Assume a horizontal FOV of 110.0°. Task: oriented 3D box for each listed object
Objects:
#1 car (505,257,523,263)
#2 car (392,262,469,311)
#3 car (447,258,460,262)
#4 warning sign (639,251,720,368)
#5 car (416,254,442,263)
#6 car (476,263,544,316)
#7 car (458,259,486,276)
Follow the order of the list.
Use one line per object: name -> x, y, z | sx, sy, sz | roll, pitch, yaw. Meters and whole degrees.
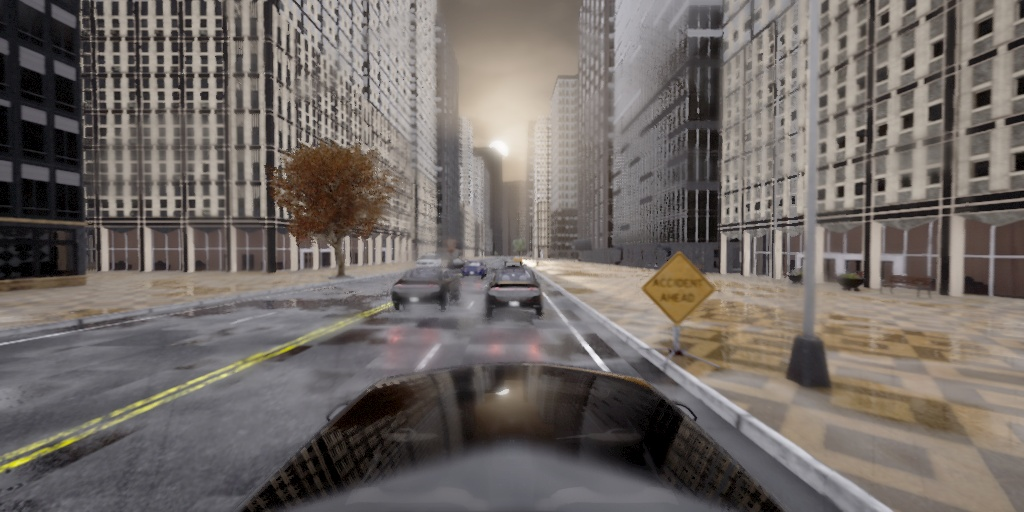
car -> 0.090, 1.121, 29.158 | 1.837, 1.490, 4.892 | 0, 1, 0
car -> -3.161, 1.181, 14.030 | 2.128, 1.511, 4.902 | 0, 0, 0
car -> -6.589, 1.023, 42.949 | 1.882, 1.535, 5.008 | 0, 0, 0
warning sign -> 2.850, 0.843, 6.242 | 1.300, 1.860, 1.060 | 0, 0, 0
car -> -9.839, 0.766, 42.895 | 2.150, 2.045, 5.566 | 0, 0, 0
car -> 0.087, 1.186, 13.004 | 2.128, 1.511, 4.902 | 0, 0, 0
car -> -3.159, 1.132, 30.625 | 1.812, 1.442, 4.674 | 0, 0, 0
